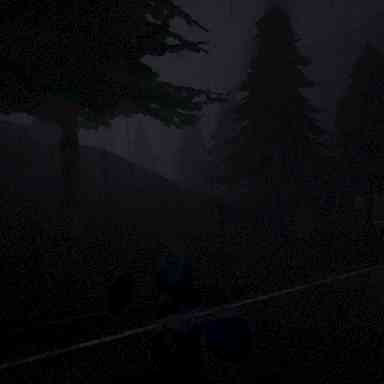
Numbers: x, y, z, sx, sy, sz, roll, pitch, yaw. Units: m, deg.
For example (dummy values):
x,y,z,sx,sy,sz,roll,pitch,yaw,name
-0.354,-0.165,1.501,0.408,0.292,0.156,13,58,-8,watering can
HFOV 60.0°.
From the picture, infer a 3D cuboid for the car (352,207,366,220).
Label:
x,y,z,sx,sy,sz,roll,pitch,yaw,name
12.243,1.577,27.500,1.994,1.385,4.181,0,0,-36,car
